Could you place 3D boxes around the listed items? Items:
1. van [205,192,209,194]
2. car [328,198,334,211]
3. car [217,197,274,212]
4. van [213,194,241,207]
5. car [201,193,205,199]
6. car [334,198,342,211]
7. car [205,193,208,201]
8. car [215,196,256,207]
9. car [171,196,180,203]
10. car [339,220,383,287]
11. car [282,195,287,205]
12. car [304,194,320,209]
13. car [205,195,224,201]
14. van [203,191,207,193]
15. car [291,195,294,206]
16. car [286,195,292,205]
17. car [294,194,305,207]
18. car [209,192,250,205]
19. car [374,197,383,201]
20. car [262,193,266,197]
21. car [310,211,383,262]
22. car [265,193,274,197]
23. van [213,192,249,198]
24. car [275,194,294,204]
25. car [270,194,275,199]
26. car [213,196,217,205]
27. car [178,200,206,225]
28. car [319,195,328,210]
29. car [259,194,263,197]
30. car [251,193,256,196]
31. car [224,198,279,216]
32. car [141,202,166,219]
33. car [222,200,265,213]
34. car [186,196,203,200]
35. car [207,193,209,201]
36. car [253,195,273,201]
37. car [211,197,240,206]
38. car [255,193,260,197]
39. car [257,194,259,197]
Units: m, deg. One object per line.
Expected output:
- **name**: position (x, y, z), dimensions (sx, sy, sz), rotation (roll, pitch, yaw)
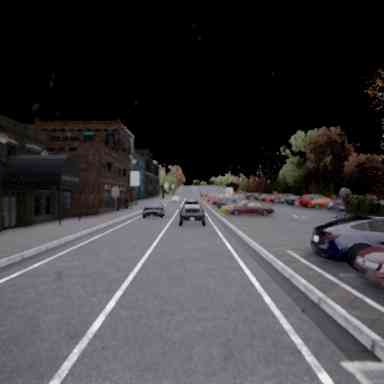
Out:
- **van**: position (5.788, 1.400, 78.020), dimensions (4.442, 1.987, 1.878), rotation (0, 0, 0)
- **car**: position (19.033, 1.517, 39.120), dimensions (4.553, 1.767, 2.185), rotation (0, 0, 0)
- **car**: position (5.738, 1.641, 36.207), dimensions (5.366, 1.575, 1.946), rotation (0, 0, 0)
- **van**: position (5.798, 1.416, 55.690), dimensions (4.442, 1.987, 1.878), rotation (0, 0, 0)
- **car**: position (5.718, 1.614, 83.524), dimensions (5.366, 1.575, 1.946), rotation (0, 0, 0)
- **car**: position (19.032, 1.391, 36.210), dimensions (5.566, 2.045, 2.435), rotation (0, 0, 0)
- **car**: position (5.878, 1.659, 75.173), dimensions (4.792, 1.488, 2.163), rotation (0, 0, 0)
- **car**: position (5.891, 1.672, 44.557), dimensions (4.792, 1.488, 2.163), rotation (0, 0, 0)
- **car**: position (-3.516, 1.638, 71.695), dimensions (1.812, 1.442, 4.674), rotation (0, 0, 0)
- **car**: position (6.121, 1.485, 7.405), dimensions (4.674, 1.452, 2.002), rotation (0, 0, 0)
- **car**: position (18.964, 1.670, 58.491), dimensions (4.792, 1.488, 2.163), rotation (0, 0, 0)
- **car**: position (18.967, 1.516, 47.350), dimensions (4.553, 1.767, 2.185), rotation (0, 0, 0)
- **car**: position (5.896, 1.607, 89.091), dimensions (5.008, 1.535, 2.097), rotation (0, 0, 0)
- **van**: position (6.015, 1.369, 94.657), dimensions (4.442, 1.987, 1.878), rotation (0, 0, 0)
- **car**: position (19.182, 1.638, 53.045), dimensions (5.366, 1.575, 1.946), rotation (0, 0, 0)
- **car**: position (19.000, 1.641, 55.704), dimensions (5.008, 1.535, 2.097), rotation (0, 0, 0)
- **car**: position (19.026, 1.390, 50.260), dimensions (5.566, 2.045, 2.435), rotation (0, 0, 0)
- **car**: position (5.888, 1.391, 52.907), dimensions (5.566, 2.045, 2.435), rotation (0, 0, 0)
- **car**: position (18.973, 1.517, 33.425), dimensions (4.553, 1.767, 2.185), rotation (0, 0, 0)
- **car**: position (18.955, 1.503, 75.201), dimensions (4.553, 1.767, 2.185), rotation (0, 0, 0)
- **car**: position (6.154, 1.480, 10.232), dimensions (4.792, 1.488, 2.163), rotation (0, 0, 0)
- **car**: position (18.961, 1.383, 69.629), dimensions (5.566, 2.045, 2.435), rotation (0, 0, 0)
- **van**: position (5.801, 1.417, 50.248), dimensions (4.442, 1.987, 1.878), rotation (0, 0, 0)
- **car**: position (19.023, 1.512, 64.059), dimensions (4.553, 1.767, 2.185), rotation (0, 0, 0)
- **car**: position (18.997, 1.638, 66.845), dimensions (4.892, 1.521, 2.231), rotation (0, 0, 0)
- **car**: position (5.912, 1.644, 47.340), dimensions (4.892, 1.521, 2.231), rotation (0, 0, 0)
- **car**: position (0.016, 1.601, 25.185), dimensions (1.837, 1.490, 4.892), rotation (0, 0, 0)
- **car**: position (19.032, 1.516, 41.905), dimensions (4.553, 1.767, 2.185), rotation (0, 0, 0)
- **car**: position (18.980, 1.625, 77.985), dimensions (5.008, 1.535, 2.097), rotation (0, 0, 0)
- **car**: position (18.954, 1.361, 86.338), dimensions (5.566, 2.045, 2.435), rotation (0, 0, 0)
- **car**: position (5.940, 1.684, 33.566), dimensions (4.674, 1.452, 2.002), rotation (1, 0, 0)
- **car**: position (-3.457, 1.651, 31.050), dimensions (2.033, 1.411, 5.357), rotation (0, 0, 0)
- **car**: position (5.951, 1.673, 38.991), dimensions (4.792, 1.488, 2.163), rotation (0, 0, 0)
- **car**: position (-0.050, 1.603, 41.871), dimensions (2.128, 1.511, 4.902), rotation (0, 0, 0)
- **car**: position (5.879, 1.512, 66.824), dimensions (4.553, 1.767, 2.185), rotation (0, 0, 0)
- **car**: position (19.009, 1.636, 89.127), dimensions (4.792, 1.488, 2.163), rotation (0, 0, 0)
- **car**: position (5.908, 1.642, 58.474), dimensions (4.892, 1.521, 2.231), rotation (0, 0, 0)
- **car**: position (18.952, 1.491, 83.555), dimensions (4.553, 1.767, 2.185), rotation (0, 0, 0)
- **car**: position (18.987, 1.661, 80.770), dimensions (4.674, 1.452, 2.002), rotation (0, 0, 0)
